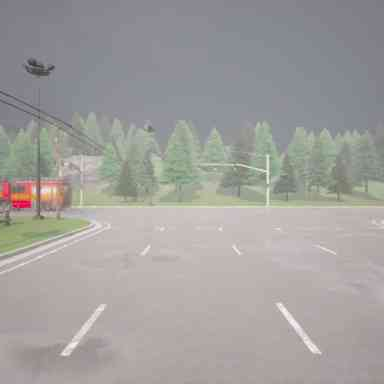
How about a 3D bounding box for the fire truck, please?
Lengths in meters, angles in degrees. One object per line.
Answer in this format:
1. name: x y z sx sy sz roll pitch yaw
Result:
1. fire truck: -18.561 0.339 38.714 8.468 3.827 2.891 0 0 6
